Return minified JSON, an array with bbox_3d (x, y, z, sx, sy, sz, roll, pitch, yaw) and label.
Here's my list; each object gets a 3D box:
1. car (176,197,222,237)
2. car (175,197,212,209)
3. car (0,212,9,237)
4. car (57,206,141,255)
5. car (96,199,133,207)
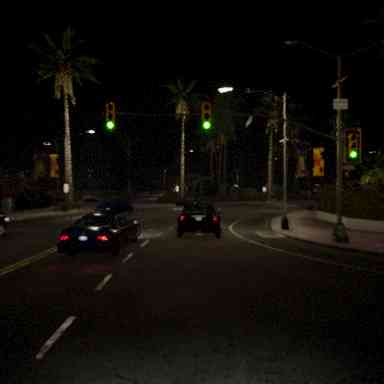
[{"bbox_3d":[0.508,1.282,17.760,2.097,1.767,4.553,0,0,5],"label":"car"},{"bbox_3d":[0.244,1.376,43.956,2.033,1.411,5.357,0,0,39],"label":"car"},{"bbox_3d":[-10.296,1.447,14.944,1.837,1.490,4.892,0,0,4],"label":"car"},{"bbox_3d":[-3.346,1.496,12.955,2.033,1.411,5.357,0,0,2],"label":"car"},{"bbox_3d":[-7.152,1.405,30.897,1.812,1.442,4.674,0,0,22],"label":"car"}]
